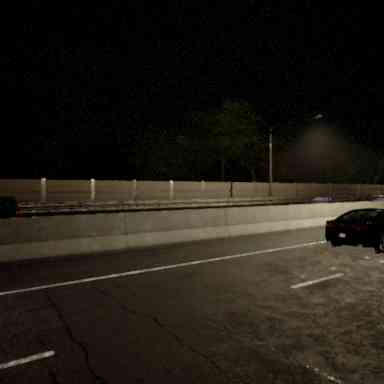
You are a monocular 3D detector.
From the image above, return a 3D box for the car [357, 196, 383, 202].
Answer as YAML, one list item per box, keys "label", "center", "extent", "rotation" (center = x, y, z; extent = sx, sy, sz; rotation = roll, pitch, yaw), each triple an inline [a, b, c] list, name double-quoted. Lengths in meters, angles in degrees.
- label: "car"
  center: [20.361, 1.309, 35.708]
  extent: [5.357, 1.411, 2.033]
  rotation: [0, 0, -35]

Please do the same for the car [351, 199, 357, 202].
- label: "car"
  center: [21.265, 1.248, 40.641]
  extent: [4.892, 1.490, 1.837]
  rotation: [0, 0, -35]

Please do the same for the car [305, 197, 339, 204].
- label: "car"
  center: [16.278, 1.309, 41.392]
  extent: [5.357, 1.411, 2.033]
  rotation: [0, 0, -35]

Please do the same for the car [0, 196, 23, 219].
- label: "car"
  center: [-11.796, 1.220, 17.075]
  extent: [5.566, 2.045, 2.150]
  rotation: [-1, 0, -35]

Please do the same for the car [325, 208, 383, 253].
- label: "car"
  center: [7.380, 1.382, 13.309]
  extent: [5.008, 1.535, 1.882]
  rotation: [0, 0, -35]
